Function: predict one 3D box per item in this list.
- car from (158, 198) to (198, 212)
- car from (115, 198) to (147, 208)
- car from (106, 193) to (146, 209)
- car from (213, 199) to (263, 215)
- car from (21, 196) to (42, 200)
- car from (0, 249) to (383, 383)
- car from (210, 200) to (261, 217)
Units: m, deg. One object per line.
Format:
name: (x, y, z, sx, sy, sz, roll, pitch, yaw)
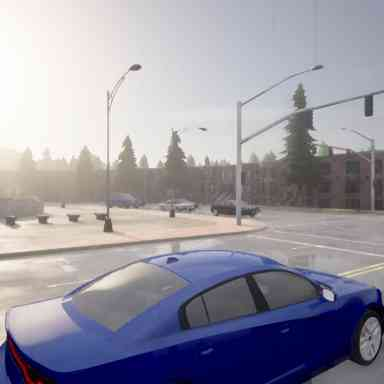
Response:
car: (-1.827, 1.601, 38.048, 1.895, 1.301, 4.718, 0, 0, -39)
car: (-9.102, 1.601, 49.599, 4.718, 1.301, 1.895, 0, 0, 34)
car: (-9.472, 1.221, 45.603, 5.566, 2.045, 2.150, 0, 0, 36)
car: (4.734, 1.547, 35.216, 2.033, 1.411, 5.357, 0, 0, -36)
car: (-29.909, 1.505, 60.665, 4.892, 1.490, 1.837, 0, 0, 5)
car: (0.462, 1.478, 4.126, 5.008, 1.535, 1.882, 0, 0, -35)
car: (3.772, 1.478, 30.569, 1.882, 1.535, 5.008, 0, 0, -36)
